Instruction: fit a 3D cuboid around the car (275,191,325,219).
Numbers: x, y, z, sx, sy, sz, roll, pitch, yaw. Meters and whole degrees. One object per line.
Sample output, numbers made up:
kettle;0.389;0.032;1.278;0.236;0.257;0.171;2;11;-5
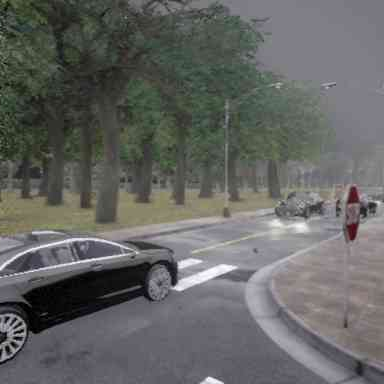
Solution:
car;7.445;0.757;22.807;2.097;1.767;4.553;1;2;38

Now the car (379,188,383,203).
car;22.723;0.493;37.287;1.994;1.385;4.181;1;2;38

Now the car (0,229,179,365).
car;-2.249;1.419;5.876;2.128;1.511;4.902;1;2;38

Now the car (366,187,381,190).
car;22.973;0.148;42.199;2.097;1.767;4.553;1;2;39

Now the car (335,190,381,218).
car;11.490;0.849;23.157;1.882;1.535;5.008;1;2;38
